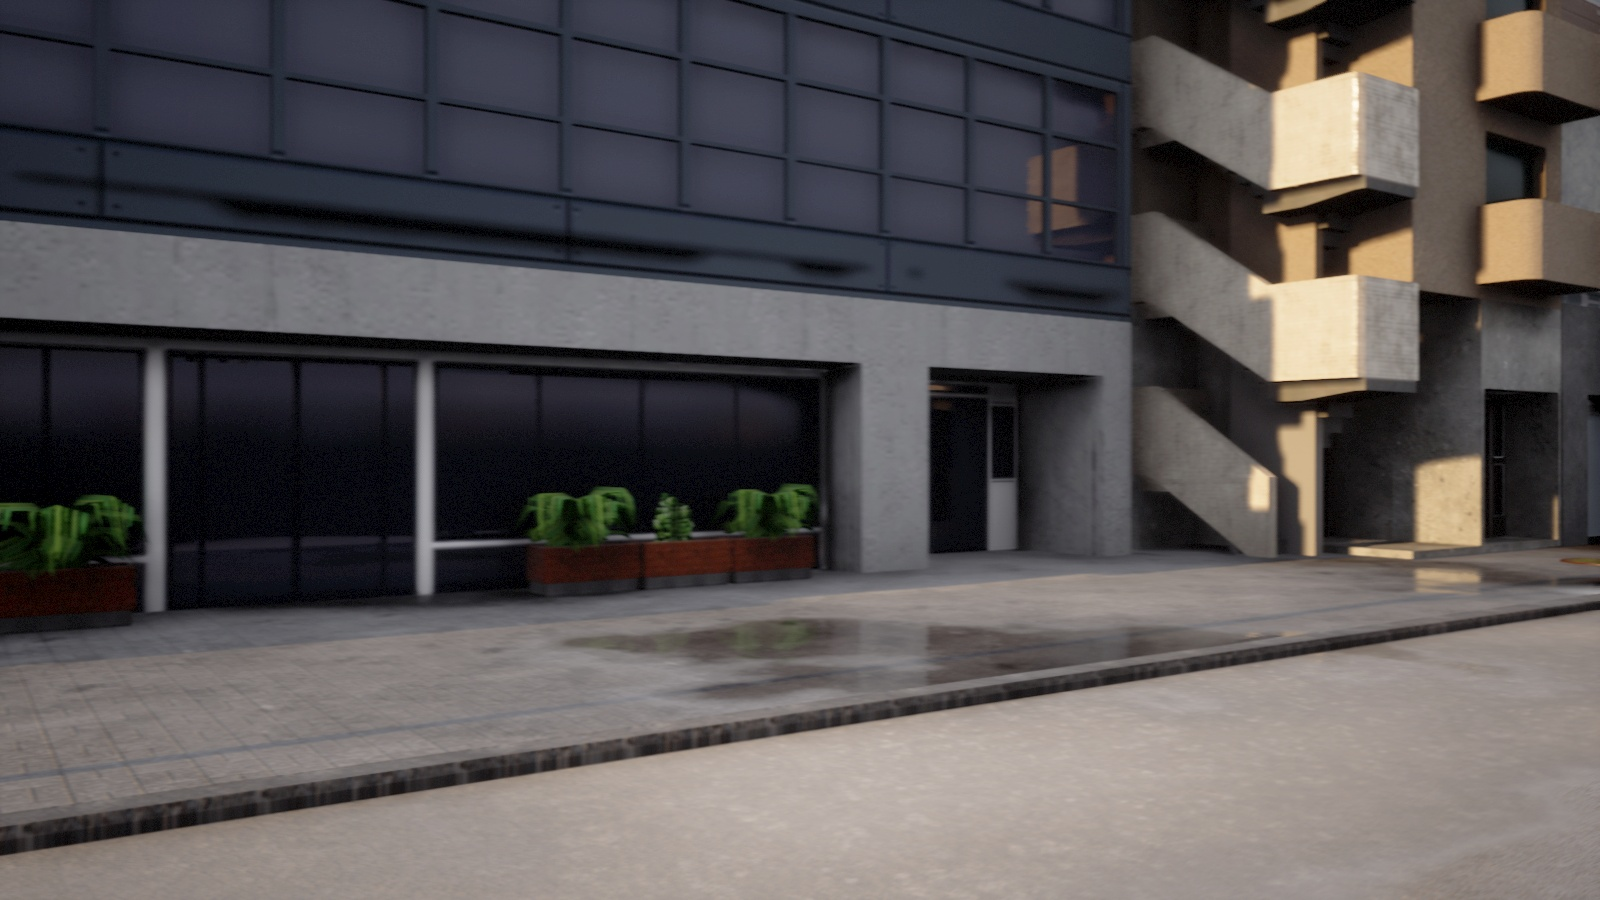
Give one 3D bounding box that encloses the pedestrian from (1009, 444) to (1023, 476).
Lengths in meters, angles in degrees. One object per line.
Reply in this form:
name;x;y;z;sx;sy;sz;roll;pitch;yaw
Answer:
pedestrian;12.611;0.565;73.427;0.402;1.842;0.726;0;0;-36
